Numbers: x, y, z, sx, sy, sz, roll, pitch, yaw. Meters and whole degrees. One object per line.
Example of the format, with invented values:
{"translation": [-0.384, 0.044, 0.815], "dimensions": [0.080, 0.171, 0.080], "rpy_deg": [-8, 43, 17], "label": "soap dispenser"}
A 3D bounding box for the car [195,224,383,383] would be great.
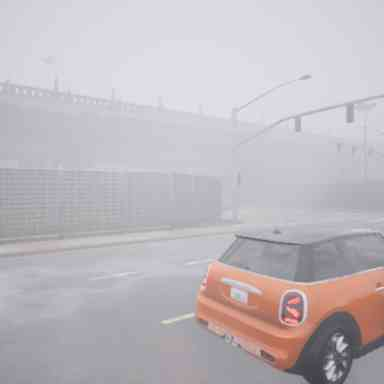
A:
{"translation": [2.342, 1.320, 5.468], "dimensions": [4.553, 1.767, 2.097], "rpy_deg": [0, 0, -35], "label": "car"}

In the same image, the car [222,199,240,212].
{"translation": [3.097, 1.445, 38.231], "dimensions": [2.033, 1.411, 5.357], "rpy_deg": [0, 0, -36], "label": "car"}
